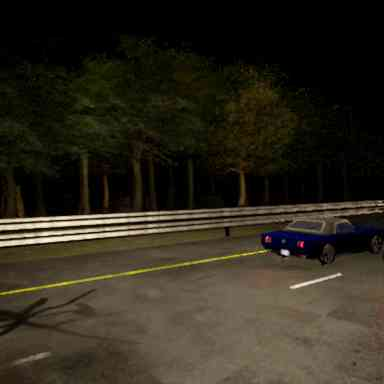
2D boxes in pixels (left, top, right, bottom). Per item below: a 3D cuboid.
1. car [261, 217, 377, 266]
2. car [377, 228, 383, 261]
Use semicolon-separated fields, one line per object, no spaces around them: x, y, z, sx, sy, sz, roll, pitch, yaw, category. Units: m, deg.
4.624;1.521;11.335;4.718;1.301;1.895;-1;0;-35;car
7.099;1.516;8.799;4.718;1.301;1.895;-1;0;-35;car
